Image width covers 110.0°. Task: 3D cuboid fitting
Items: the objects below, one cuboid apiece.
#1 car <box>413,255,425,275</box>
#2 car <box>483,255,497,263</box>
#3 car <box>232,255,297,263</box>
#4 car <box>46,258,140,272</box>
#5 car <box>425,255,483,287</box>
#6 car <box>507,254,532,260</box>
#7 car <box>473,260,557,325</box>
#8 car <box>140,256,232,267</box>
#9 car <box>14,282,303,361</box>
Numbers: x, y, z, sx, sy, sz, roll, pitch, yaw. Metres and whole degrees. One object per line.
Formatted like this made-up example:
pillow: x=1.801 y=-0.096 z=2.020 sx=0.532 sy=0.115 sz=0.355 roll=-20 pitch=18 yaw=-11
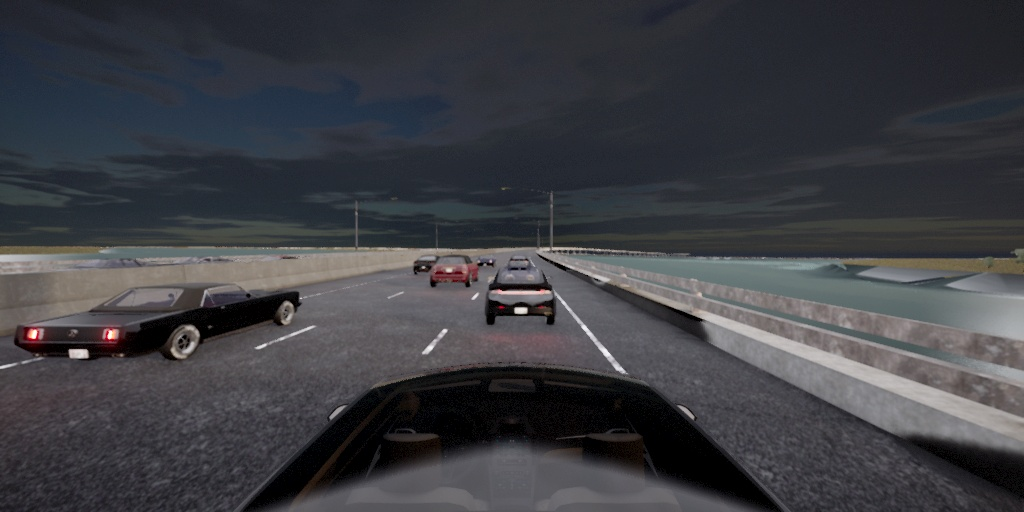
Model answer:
car: x=-6.417 y=0.633 z=28.700 sx=1.882 sy=1.535 sz=5.008 roll=0 pitch=1 yaw=1
car: x=-2.675 y=0.538 z=38.532 sx=1.895 sy=1.301 sz=4.718 roll=0 pitch=1 yaw=2
car: x=-17.177 y=0.691 z=25.980 sx=1.882 sy=1.535 sz=5.008 roll=0 pitch=1 yaw=1
car: x=-24.275 y=0.856 z=21.623 sx=2.033 sy=1.411 sz=5.357 roll=0 pitch=1 yaw=1
car: x=-3.099 y=0.695 z=20.223 sx=2.097 sy=1.767 sz=4.553 roll=0 pitch=1 yaw=2
car: x=0.623 y=0.606 z=30.566 sx=2.128 sy=1.511 sz=4.902 roll=0 pitch=1 yaw=2
car: x=0.241 y=1.038 z=10.924 sx=2.128 sy=1.511 sz=4.902 roll=0 pitch=1 yaw=1
car: x=-20.727 y=0.756 z=23.638 sx=2.128 sy=1.511 sz=4.902 roll=0 pitch=1 yaw=1
car: x=-6.814 y=1.214 z=7.885 sx=1.895 sy=1.301 sz=4.718 roll=0 pitch=1 yaw=1
